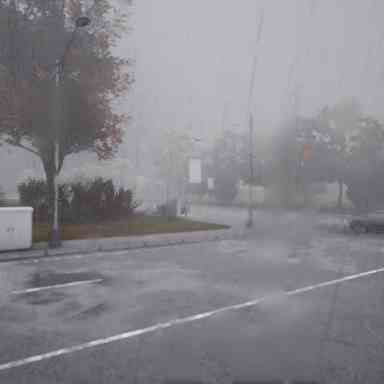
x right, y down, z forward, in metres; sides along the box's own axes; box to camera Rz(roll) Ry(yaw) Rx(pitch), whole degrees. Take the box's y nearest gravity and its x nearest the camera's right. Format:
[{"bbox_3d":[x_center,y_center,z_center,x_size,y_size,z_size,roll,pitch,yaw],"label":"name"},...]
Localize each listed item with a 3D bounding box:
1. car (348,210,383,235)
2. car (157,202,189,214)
[{"bbox_3d":[10.974,1.752,18.187,1.812,1.442,4.674,1,0,-32],"label":"car"},{"bbox_3d":[-2.305,1.835,39.157,1.895,1.301,4.718,1,0,-32],"label":"car"}]
